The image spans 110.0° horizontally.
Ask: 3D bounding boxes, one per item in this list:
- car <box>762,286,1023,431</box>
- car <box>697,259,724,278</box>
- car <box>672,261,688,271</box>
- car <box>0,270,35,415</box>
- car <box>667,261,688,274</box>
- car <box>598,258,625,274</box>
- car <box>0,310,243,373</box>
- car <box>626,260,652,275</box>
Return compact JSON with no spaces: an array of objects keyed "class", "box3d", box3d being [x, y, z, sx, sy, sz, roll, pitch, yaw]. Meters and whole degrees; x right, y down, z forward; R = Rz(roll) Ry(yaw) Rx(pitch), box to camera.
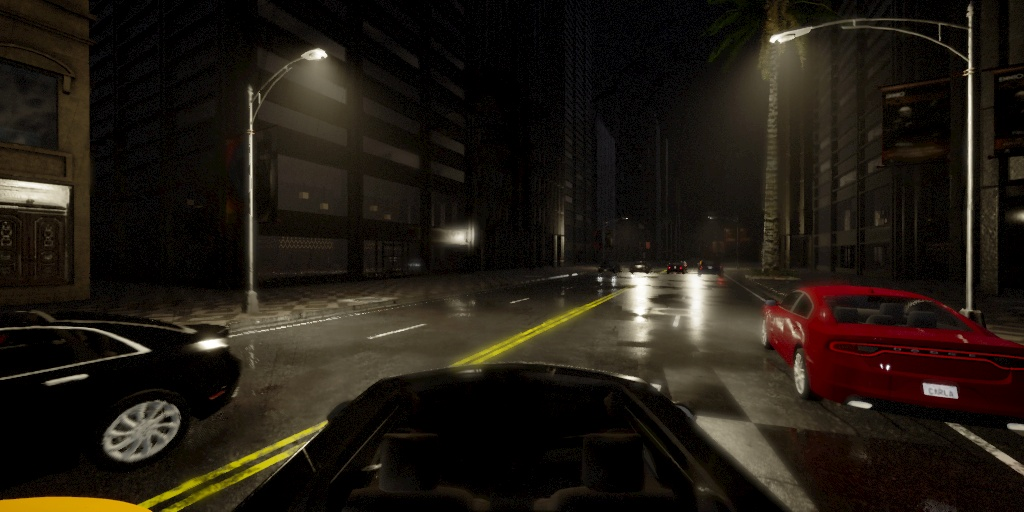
[{"class":"car","box3d":[5.516,1.228,5.869,1.882,1.535,5.008,0,0,27]},{"class":"car","box3d":[19.305,1.118,34.939,2.097,1.767,4.553,0,0,27]},{"class":"car","box3d":[23.559,1.381,50.258,1.895,1.301,4.718,0,0,27]},{"class":"car","box3d":[-8.237,1.102,3.164,2.097,1.767,4.553,0,0,27]},{"class":"car","box3d":[18.667,1.317,40.762,2.033,1.411,5.357,0,0,27]},{"class":"car","box3d":[11.173,1.293,40.844,1.812,1.442,4.674,0,0,27]},{"class":"car","box3d":[-4.896,1.255,2.554,1.837,1.490,4.892,0,0,27]},{"class":"car","box3d":[14.562,1.315,40.324,2.033,1.411,5.357,0,0,27]}]
